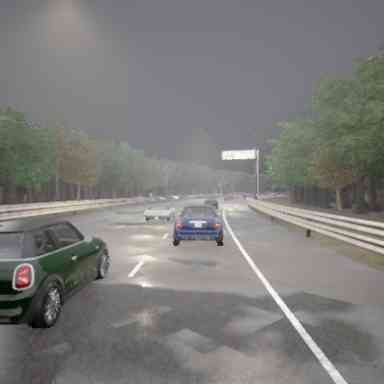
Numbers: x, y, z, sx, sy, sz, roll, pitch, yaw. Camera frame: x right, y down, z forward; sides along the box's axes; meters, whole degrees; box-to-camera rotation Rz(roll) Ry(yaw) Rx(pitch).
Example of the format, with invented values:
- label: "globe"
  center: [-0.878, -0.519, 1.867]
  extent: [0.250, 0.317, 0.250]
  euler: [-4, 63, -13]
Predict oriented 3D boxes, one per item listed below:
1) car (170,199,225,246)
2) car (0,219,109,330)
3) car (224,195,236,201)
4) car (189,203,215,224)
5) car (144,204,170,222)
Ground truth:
- label: "car"
  center: [0.339, 1.373, 15.656]
  extent: [2.097, 1.767, 4.553]
  euler: [0, 0, 2]
- label: "car"
  center: [-3.298, 1.353, 7.103]
  extent: [2.097, 1.767, 4.553]
  euler: [0, 0, 1]
- label: "car"
  center: [9.609, 1.557, 87.236]
  extent: [2.128, 1.511, 4.902]
  euler: [0, 0, 13]
- label: "car"
  center: [0.910, 1.631, 26.498]
  extent: [1.895, 1.301, 4.718]
  euler: [0, 0, 4]
- label: "car"
  center: [-2.467, 1.623, 26.779]
  extent: [1.895, 1.301, 4.718]
  euler: [0, 0, 4]
